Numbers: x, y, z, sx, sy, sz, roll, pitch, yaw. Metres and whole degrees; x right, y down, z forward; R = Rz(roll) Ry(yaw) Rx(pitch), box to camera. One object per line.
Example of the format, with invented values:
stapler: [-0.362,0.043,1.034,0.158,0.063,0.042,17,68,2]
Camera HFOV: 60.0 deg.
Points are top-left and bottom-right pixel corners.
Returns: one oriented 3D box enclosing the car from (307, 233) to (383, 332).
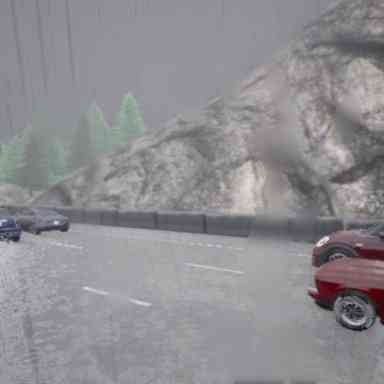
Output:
car: [4.358,1.600,5.181,4.718,1.301,1.895,0,0,35]

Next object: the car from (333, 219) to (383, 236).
car: [5.542,1.353,8.638,4.553,1.767,2.097,0,0,36]

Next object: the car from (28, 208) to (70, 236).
car: [-8.872,1.599,18.918,4.181,1.385,1.994,0,0,35]

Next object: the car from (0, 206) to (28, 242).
car: [-9.927,1.384,15.372,4.553,1.767,2.097,0,0,36]
